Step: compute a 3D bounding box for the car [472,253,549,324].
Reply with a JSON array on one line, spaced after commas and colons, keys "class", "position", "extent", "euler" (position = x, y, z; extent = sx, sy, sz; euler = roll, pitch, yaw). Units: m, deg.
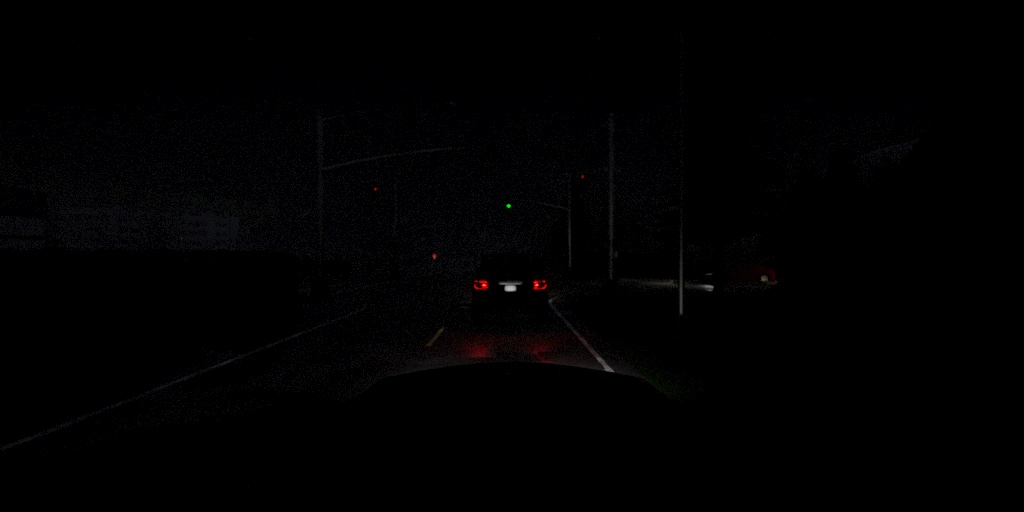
[{"class": "car", "position": [-0.083, 0.928, 11.985], "extent": [2.150, 2.045, 5.566], "euler": [0, 0, -1]}]

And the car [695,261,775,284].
[{"class": "car", "position": [15.295, 1.117, 24.706], "extent": [5.008, 1.535, 1.882], "euler": [0, 0, -3]}]
